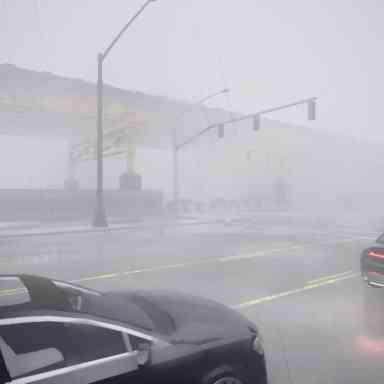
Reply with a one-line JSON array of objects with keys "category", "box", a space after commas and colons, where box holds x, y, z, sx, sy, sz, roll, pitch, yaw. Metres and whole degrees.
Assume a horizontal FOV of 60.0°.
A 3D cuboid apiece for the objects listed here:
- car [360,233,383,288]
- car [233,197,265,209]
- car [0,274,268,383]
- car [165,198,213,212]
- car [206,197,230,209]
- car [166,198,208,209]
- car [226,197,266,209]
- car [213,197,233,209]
[{"category": "car", "box": [5.958, 1.505, 7.995, 4.892, 1.490, 1.837, 0, 0, -35]}, {"category": "car", "box": [7.123, 1.295, 44.482, 4.536, 1.218, 1.853, 0, 0, -7]}, {"category": "car", "box": [-1.469, 1.491, 2.707, 4.902, 1.511, 2.128, 0, 0, -35]}, {"category": "car", "box": [-0.495, 1.453, 38.061, 4.974, 1.542, 2.038, 0, 0, 8]}, {"category": "car", "box": [3.272, 1.295, 40.787, 1.853, 1.218, 4.536, 0, 0, 18]}, {"category": "car", "box": [-0.546, 1.295, 38.068, 4.536, 1.218, 1.853, 0, 0, 8]}, {"category": "car", "box": [7.175, 1.453, 44.489, 4.974, 1.542, 2.038, 0, 0, -7]}, {"category": "car", "box": [3.256, 1.453, 40.738, 2.038, 1.542, 4.974, 0, 0, 18]}]
